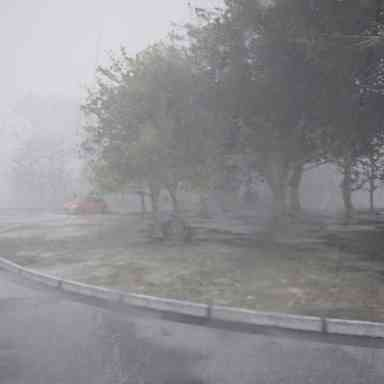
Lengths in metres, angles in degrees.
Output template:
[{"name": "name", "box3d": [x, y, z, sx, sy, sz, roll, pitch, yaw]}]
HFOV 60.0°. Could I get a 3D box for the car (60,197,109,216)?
[{"name": "car", "box3d": [-10.157, 1.265, 31.646, 2.097, 1.767, 4.553, 0, 0, 33]}]
